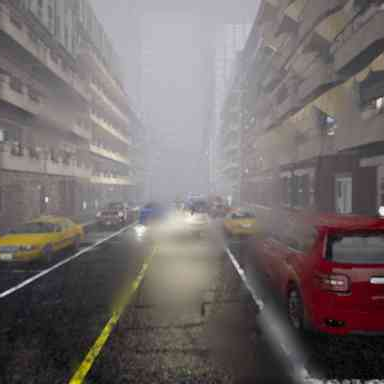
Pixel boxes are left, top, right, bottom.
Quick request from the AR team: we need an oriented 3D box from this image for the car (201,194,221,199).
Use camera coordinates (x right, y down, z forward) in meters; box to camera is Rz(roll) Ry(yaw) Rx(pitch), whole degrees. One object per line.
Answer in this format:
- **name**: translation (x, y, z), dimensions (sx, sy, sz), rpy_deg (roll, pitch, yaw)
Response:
- **car**: translation (2.560, 1.322, 39.873), dimensions (2.192, 1.841, 5.009), rpy_deg (-1, 0, 0)

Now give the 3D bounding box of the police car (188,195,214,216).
- **police car**: translation (0.830, 1.432, 33.128), dimensions (1.930, 1.638, 5.238), rpy_deg (0, 0, 0)

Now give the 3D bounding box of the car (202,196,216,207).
- **car**: translation (2.564, 1.448, 50.972), dimensions (1.967, 1.590, 4.097), rpy_deg (-1, 0, 0)

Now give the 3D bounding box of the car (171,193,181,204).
- **car**: translation (-2.749, 1.493, 66.375), dimensions (1.882, 1.535, 5.008), rpy_deg (0, 0, 0)

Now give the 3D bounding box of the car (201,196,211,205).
- **car**: translation (2.567, 1.534, 62.240), dimensions (1.752, 1.417, 4.829), rpy_deg (-1, 0, 0)

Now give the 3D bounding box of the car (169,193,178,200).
- **car**: translation (-5.310, 1.321, 95.346), dimensions (2.192, 1.841, 5.009), rpy_deg (-1, 0, 0)

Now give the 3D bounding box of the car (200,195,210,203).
- **car**: translation (2.567, 1.449, 67.619), dimensions (1.967, 1.590, 4.097), rpy_deg (-1, 0, 0)

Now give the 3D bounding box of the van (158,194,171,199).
- **van**: translation (-5.316, 1.350, 62.052), dimensions (1.690, 1.788, 3.998), rpy_deg (-1, 0, 0)

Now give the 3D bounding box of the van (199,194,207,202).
- **van**: translation (2.568, 1.349, 78.717), dimensions (1.690, 1.788, 3.998), rpy_deg (-1, 0, 0)

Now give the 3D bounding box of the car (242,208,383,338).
- **car**: translation (2.554, 1.317, 6.580), dimensions (2.192, 1.841, 5.009), rpy_deg (-1, 0, 0)

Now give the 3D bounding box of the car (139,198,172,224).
- **car**: translation (-2.844, 1.483, 25.349), dimensions (1.882, 1.535, 5.008), rpy_deg (0, 0, 0)

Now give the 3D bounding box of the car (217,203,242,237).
- **car**: translation (2.559, 1.530, 17.848), dimensions (1.752, 1.417, 4.829), rpy_deg (-1, 0, 0)

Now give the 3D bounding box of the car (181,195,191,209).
- **car**: translation (0.232, 1.485, 42.817), dimensions (1.882, 1.535, 5.008), rpy_deg (0, 0, -11)

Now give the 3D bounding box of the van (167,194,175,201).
- **van**: translation (-5.312, 1.349, 84.248), dimensions (1.690, 1.788, 3.998), rpy_deg (-1, 0, 0)

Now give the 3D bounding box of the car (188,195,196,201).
- **car**: translation (0.015, 1.388, 83.741), dimensions (1.812, 1.442, 4.674), rpy_deg (0, 0, 0)

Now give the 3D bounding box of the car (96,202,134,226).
- **car**: translation (-5.322, 1.446, 23.207), dimensions (1.967, 1.590, 4.097), rpy_deg (-1, 0, 0)

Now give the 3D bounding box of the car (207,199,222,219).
- **car**: translation (2.561, 1.588, 28.776), dimensions (1.802, 1.307, 4.206), rpy_deg (-1, 0, 0)

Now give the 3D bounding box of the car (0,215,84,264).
- **car**: translation (-5.323, 1.529, 11.939), dimensions (1.752, 1.417, 4.829), rpy_deg (-1, 0, 0)
